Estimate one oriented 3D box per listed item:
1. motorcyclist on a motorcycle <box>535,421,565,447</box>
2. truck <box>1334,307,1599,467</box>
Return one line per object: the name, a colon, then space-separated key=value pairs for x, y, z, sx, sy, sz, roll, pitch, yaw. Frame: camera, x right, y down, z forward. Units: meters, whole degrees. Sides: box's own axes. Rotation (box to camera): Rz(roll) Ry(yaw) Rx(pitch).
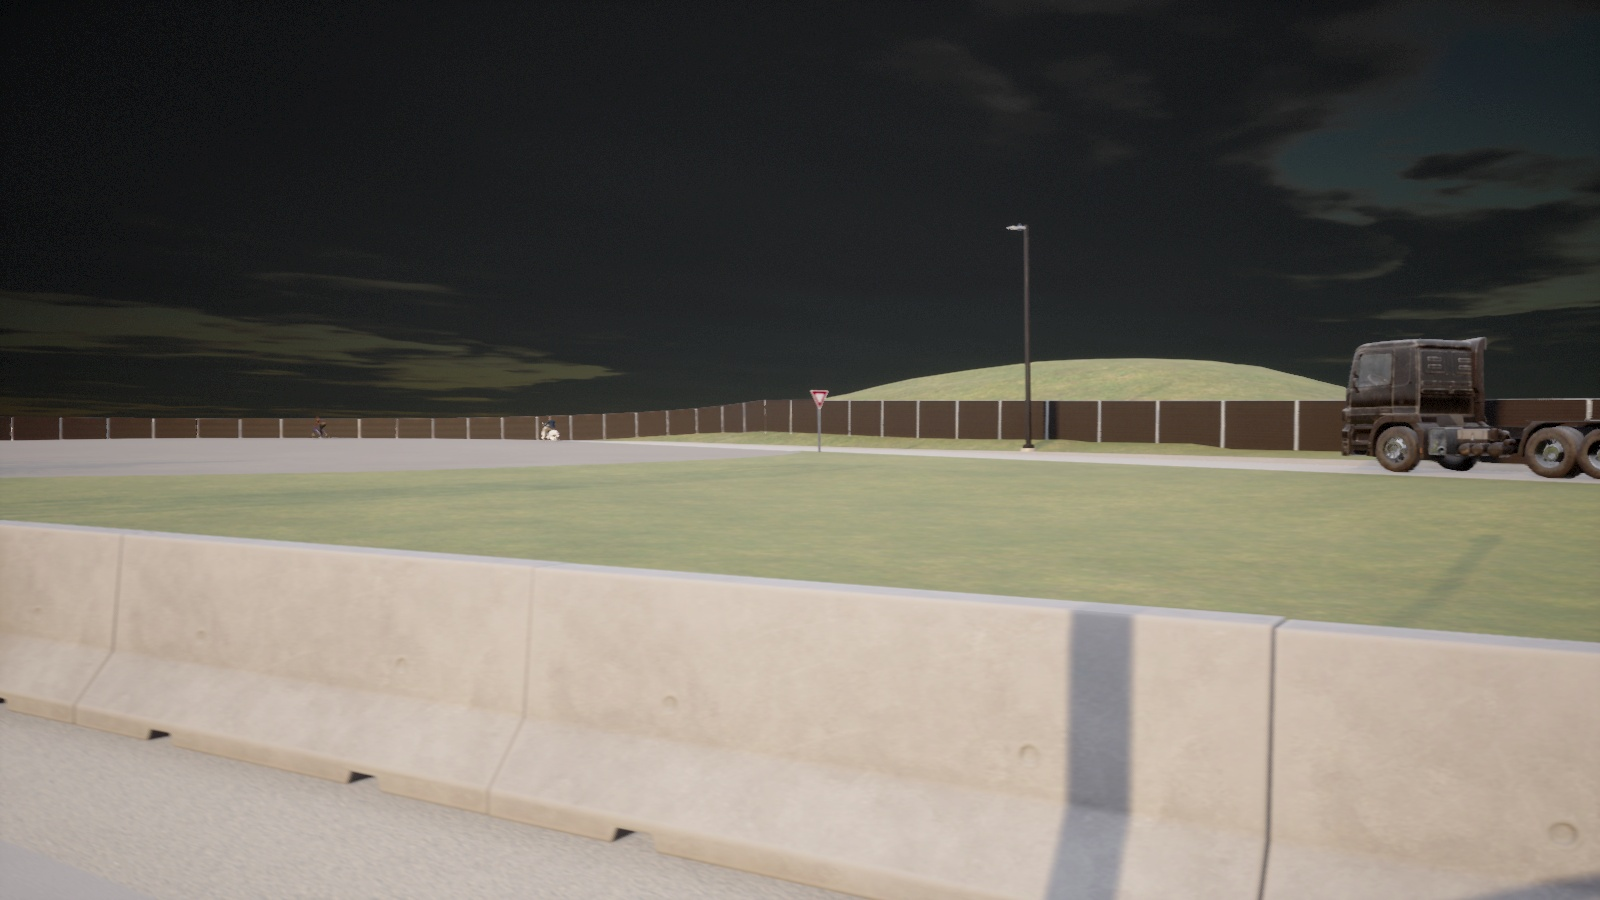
motorcyclist on a motorcycle: x=-15.622 y=-1.018 z=78.381 sx=1.817 sy=1.590 sz=0.866 roll=0 pitch=3 yaw=43
truck: x=17.252 y=-1.430 z=30.230 sx=2.891 sy=3.462 sz=7.936 roll=-2 pitch=1 yaw=-29
